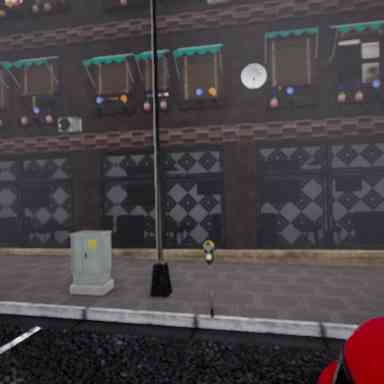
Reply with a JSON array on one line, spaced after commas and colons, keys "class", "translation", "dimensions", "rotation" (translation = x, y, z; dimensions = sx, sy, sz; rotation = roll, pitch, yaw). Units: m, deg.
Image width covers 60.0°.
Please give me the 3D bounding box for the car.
[{"class": "car", "translation": [3.466, 1.221, 1.322], "dimensions": [5.566, 2.045, 2.150], "rotation": [0, 0, 10]}]
